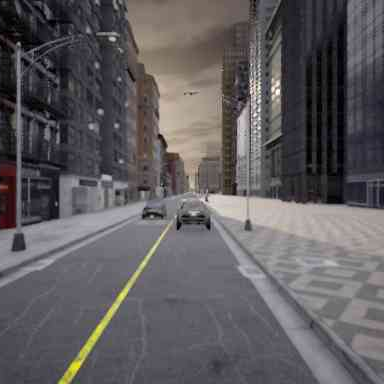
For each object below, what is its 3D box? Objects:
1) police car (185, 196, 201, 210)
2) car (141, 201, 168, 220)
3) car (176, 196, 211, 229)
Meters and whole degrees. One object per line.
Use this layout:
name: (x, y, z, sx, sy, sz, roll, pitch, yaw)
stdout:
police car: (0.086, 1.386, 43.585, 1.930, 1.638, 5.238, 0, 0, 0)
car: (-3.106, 1.521, 28.491, 2.033, 1.411, 5.357, 0, 0, 0)
car: (0.092, 1.332, 21.695, 2.097, 1.767, 4.553, 0, 0, 0)
